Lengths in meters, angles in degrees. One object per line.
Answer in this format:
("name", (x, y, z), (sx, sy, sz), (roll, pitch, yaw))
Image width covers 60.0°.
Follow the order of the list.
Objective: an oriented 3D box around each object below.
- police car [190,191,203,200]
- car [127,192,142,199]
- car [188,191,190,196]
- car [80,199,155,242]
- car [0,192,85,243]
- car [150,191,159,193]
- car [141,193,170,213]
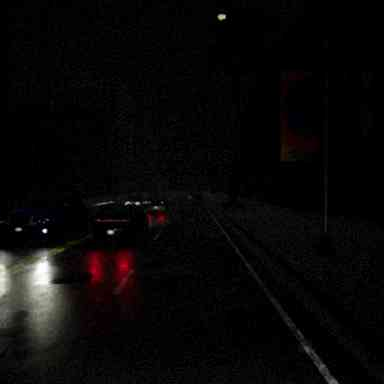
("police car", (1.145, 0.668, 63.659), (1.930, 1.638, 5.238), (0, 1, 0))
("car", (-9.796, 0.804, 56.663), (1.882, 1.535, 5.008), (0, 1, 1))
("car", (0.011, 0.419, 82.900), (1.895, 1.301, 4.718), (0, 1, 0))
("car", (-3.148, 1.306, 15.289), (2.128, 1.511, 4.902), (0, 1, 0))
("car", (-6.598, 1.035, 15.405), (2.150, 2.045, 5.566), (0, 1, 0))
("car", (-6.546, 0.677, 56.783), (2.097, 1.767, 4.553), (0, 1, 1))
("car", (-3.147, 1.115, 31.463), (2.128, 1.511, 4.902), (0, 1, 0))
